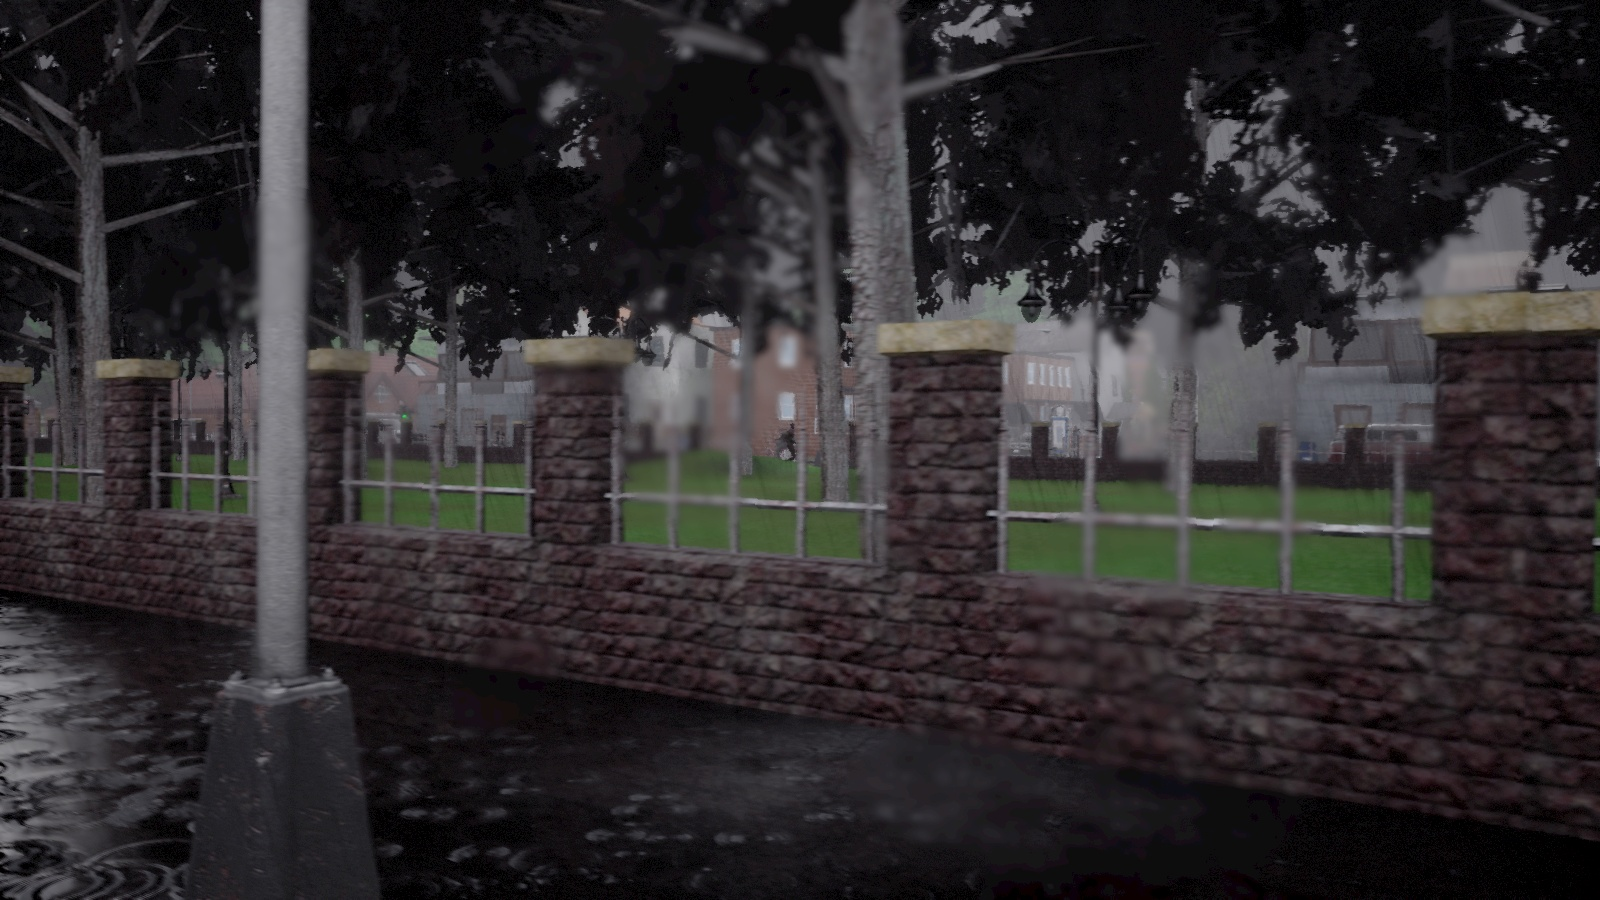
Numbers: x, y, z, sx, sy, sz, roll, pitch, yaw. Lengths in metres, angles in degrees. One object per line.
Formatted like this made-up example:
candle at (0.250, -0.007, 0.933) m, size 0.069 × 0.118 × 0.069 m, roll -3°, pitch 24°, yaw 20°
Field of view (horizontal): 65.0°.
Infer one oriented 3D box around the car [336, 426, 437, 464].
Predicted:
car at (-22.720, -0.284, 68.888) m, size 5.566 × 2.045 × 2.150 m, roll 0°, pitch 1°, yaw 32°

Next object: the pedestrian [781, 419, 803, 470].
pedestrian at (-0.311, -0.208, 47.740) m, size 0.692 × 1.930 × 0.395 m, roll 0°, pitch 1°, yaw 34°

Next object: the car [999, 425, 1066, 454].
car at (14.053, -0.649, 75.585) m, size 2.152 × 1.651 × 5.027 m, roll 0°, pitch 1°, yaw 34°

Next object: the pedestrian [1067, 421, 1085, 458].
pedestrian at (13.785, -0.539, 62.671) m, size 0.694 × 1.848 × 0.540 m, roll -1°, pitch 1°, yaw -23°

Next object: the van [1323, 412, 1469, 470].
van at (21.113, -0.315, 44.544) m, size 4.442 × 1.987 × 1.775 m, roll 0°, pitch 1°, yaw 34°

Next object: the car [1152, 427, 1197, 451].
car at (25.573, -0.771, 85.634) m, size 1.851 × 1.617 × 3.988 m, roll 0°, pitch 1°, yaw 34°
